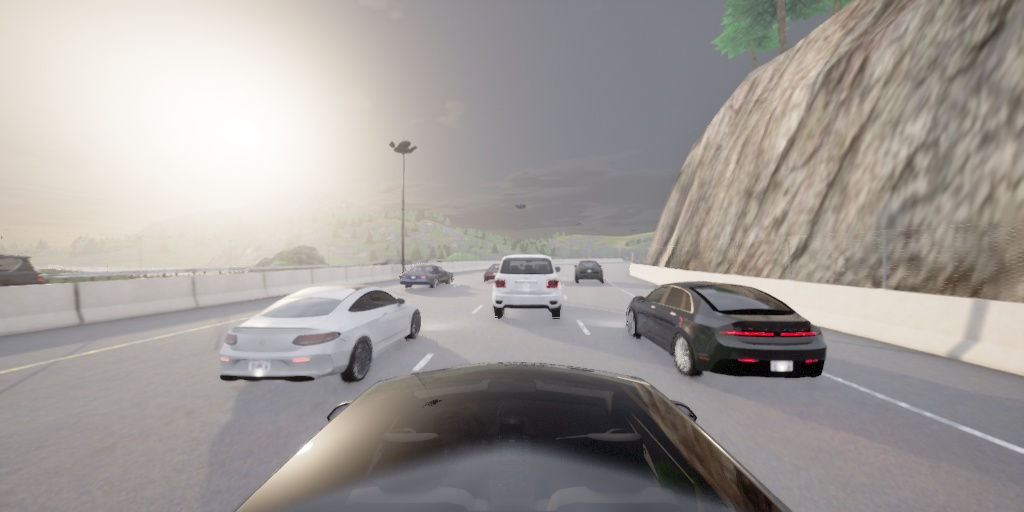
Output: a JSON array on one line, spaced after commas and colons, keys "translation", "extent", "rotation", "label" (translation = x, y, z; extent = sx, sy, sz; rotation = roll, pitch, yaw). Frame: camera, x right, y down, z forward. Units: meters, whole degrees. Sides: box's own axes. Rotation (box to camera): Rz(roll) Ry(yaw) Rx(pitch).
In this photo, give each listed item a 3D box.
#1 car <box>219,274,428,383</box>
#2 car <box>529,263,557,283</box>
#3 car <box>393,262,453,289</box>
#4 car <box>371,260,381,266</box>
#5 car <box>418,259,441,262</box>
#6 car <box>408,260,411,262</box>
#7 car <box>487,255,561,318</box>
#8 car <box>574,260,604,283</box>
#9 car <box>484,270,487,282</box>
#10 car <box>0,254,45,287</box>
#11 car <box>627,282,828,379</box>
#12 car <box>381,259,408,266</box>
[{"translation": [-3.226, 1.269, 6.990], "extent": [1.812, 1.442, 4.674], "rotation": [0, 0, 2], "label": "car"}, {"translation": [2.587, 1.327, 29.081], "extent": [1.994, 1.385, 4.181], "rotation": [0, 0, 9], "label": "car"}, {"translation": [-5.399, 1.290, 23.275], "extent": [2.033, 1.411, 5.357], "rotation": [0, 0, 8], "label": "car"}, {"translation": [-19.948, 1.194, 56.238], "extent": [1.882, 1.535, 5.008], "rotation": [0, 0, 17], "label": "car"}, {"translation": [-10.923, 1.262, 49.667], "extent": [1.812, 1.442, 4.674], "rotation": [0, 0, 16], "label": "car"}, {"translation": [-13.197, 1.236, 54.374], "extent": [1.837, 1.490, 4.892], "rotation": [0, 0, 17], "label": "car"}, {"translation": [0.607, 0.976, 13.158], "extent": [2.150, 2.045, 5.566], "rotation": [0, 0, 4], "label": "car"}, {"translation": [6.045, 1.123, 28.510], "extent": [2.097, 1.767, 4.553], "rotation": [0, 0, 9], "label": "car"}, {"translation": [-0.954, 1.318, 29.107], "extent": [1.994, 1.385, 4.181], "rotation": [0, 0, 9], "label": "car"}, {"translation": [-17.311, 0.934, 10.025], "extent": [2.150, 2.045, 5.566], "rotation": [0, 0, 3], "label": "car"}, {"translation": [3.797, 1.265, 7.344], "extent": [1.837, 1.490, 4.892], "rotation": [0, 0, 2], "label": "car"}, {"translation": [-16.946, 1.215, 54.042], "extent": [2.128, 1.511, 4.902], "rotation": [0, 0, 16], "label": "car"}]
